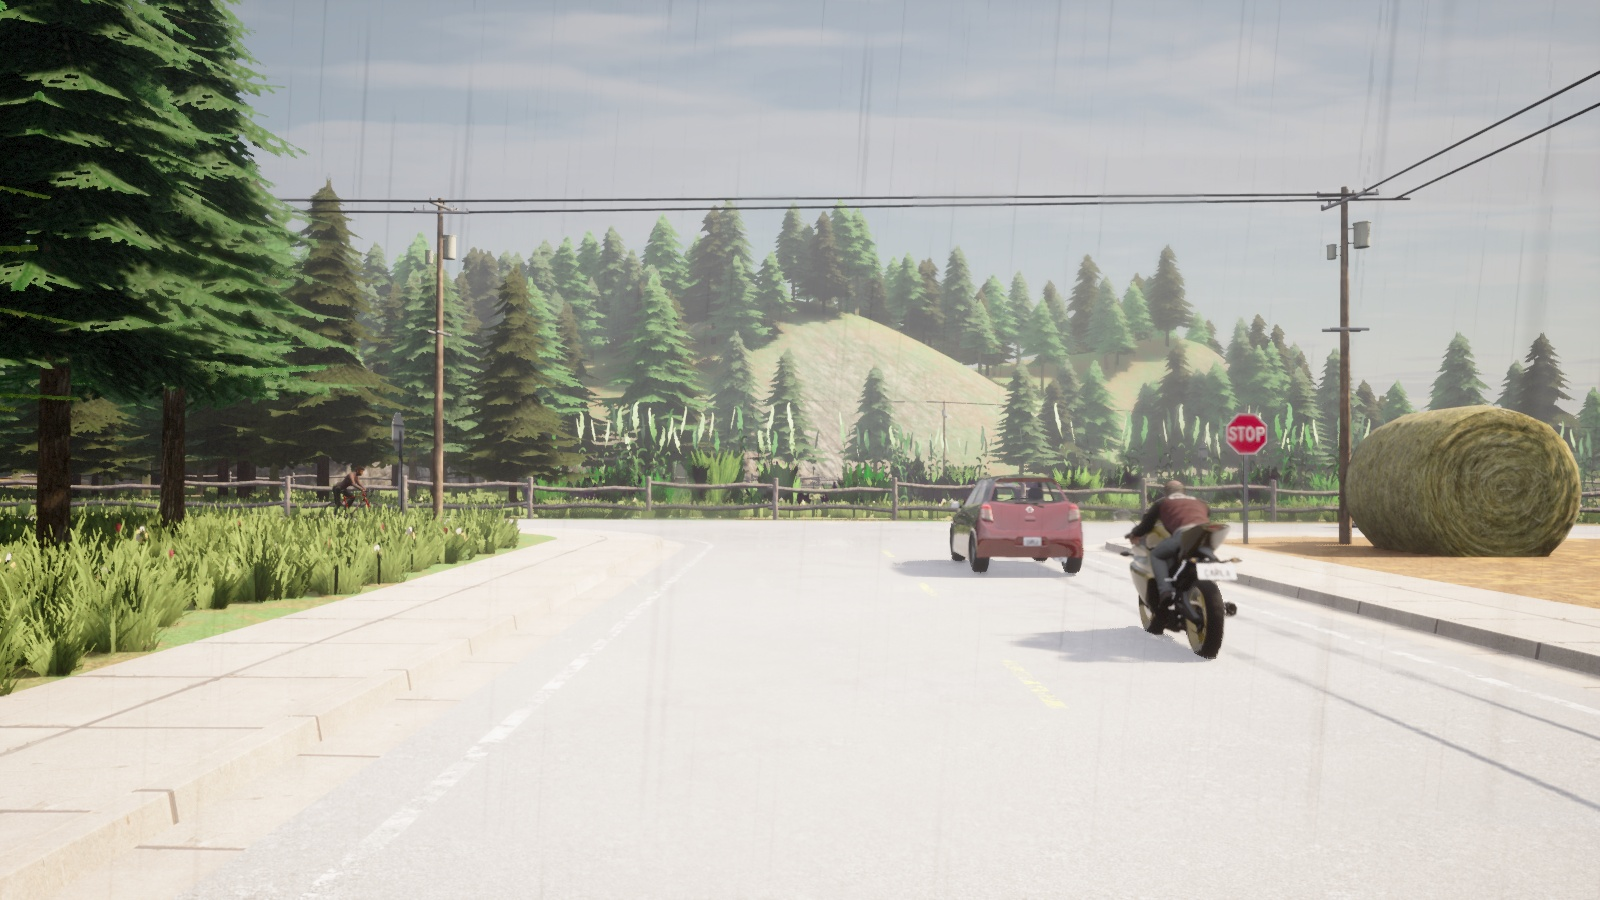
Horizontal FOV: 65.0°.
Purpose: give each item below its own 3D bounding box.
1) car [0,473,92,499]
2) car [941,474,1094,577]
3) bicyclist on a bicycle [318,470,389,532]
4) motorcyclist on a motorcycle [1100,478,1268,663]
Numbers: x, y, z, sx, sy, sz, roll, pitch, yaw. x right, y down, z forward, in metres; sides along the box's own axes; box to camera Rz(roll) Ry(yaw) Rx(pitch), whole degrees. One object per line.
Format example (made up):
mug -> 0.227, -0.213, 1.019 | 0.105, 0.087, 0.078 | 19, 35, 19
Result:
car -> -47.874, 2.275, 79.413 | 5.366, 1.575, 1.801 | 0, -1, -30
car -> 3.444, 1.159, 20.516 | 1.845, 1.501, 3.633 | 0, -1, 0
bicyclist on a bicycle -> -11.723, 1.332, 32.986 | 1.656, 1.620, 0.582 | 0, -1, 3
motorcyclist on a motorcycle -> 3.468, 1.030, 11.592 | 0.866, 1.530, 2.191 | 0, -1, 0
